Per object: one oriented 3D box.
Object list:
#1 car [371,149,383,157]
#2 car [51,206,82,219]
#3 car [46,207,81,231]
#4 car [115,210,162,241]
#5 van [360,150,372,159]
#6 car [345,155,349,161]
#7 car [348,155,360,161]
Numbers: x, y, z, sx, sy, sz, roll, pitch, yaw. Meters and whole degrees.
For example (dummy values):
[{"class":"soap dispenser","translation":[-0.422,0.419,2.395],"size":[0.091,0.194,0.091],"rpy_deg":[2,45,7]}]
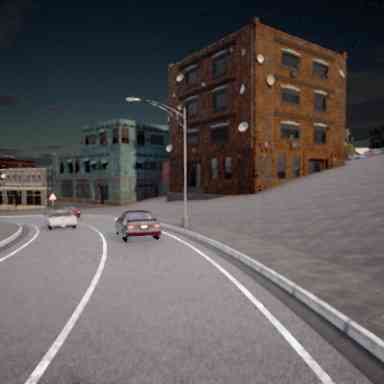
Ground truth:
[{"class":"car","translation":[29.393,-5.662,49.678],"size":[2.231,1.521,4.892],"rpy_deg":[0,2,7]},{"class":"car","translation":[-14.601,2.403,38.569],"size":[1.895,1.301,4.718],"rpy_deg":[-2,-1,-40]},{"class":"car","translation":[-9.370,1.972,23.776],"size":[1.895,1.301,4.718],"rpy_deg":[-1,-1,-26]},{"class":"car","translation":[-2.954,1.677,17.590],"size":[2.033,1.411,5.357],"rpy_deg":[-1,-1,-18]},{"class":"van","translation":[30.069,-6.033,55.025],"size":[1.878,1.987,4.442],"rpy_deg":[0,1,7]},{"class":"car","translation":[31.464,-6.340,66.064],"size":[2.435,2.045,5.566],"rpy_deg":[0,1,7]},{"class":"car","translation":[30.778,-5.913,60.628],"size":[2.002,1.452,4.674],"rpy_deg":[0,1,7]}]
